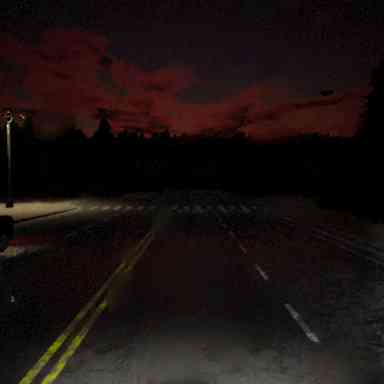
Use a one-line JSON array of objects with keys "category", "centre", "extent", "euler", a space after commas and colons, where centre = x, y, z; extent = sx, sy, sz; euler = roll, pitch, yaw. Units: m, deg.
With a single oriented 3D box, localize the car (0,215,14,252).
[{"category": "car", "centre": [-7.098, 1.216, 9.458], "extent": [1.882, 1.535, 5.008], "euler": [0, 2, 0]}]
